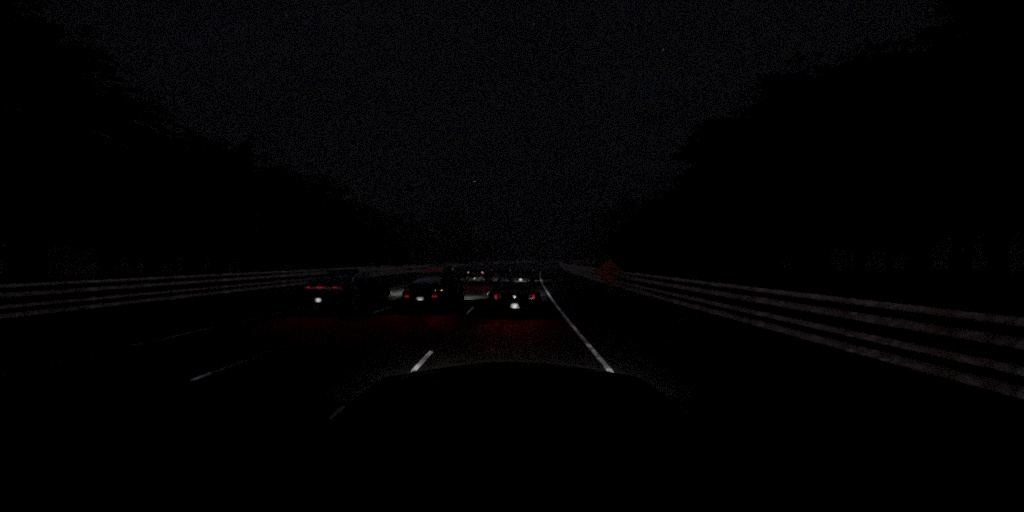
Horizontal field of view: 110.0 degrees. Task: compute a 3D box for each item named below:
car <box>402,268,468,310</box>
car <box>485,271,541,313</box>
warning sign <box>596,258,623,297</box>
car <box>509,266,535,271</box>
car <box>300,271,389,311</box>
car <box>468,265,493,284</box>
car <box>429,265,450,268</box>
[{"bbox_3d":[-3.300,1.410,15.510,1.812,1.442,4.674,0,0,2],"label":"car"},{"bbox_3d":[0.172,1.479,14.771,1.895,1.301,4.718,0,-1,2],"label":"car"},{"bbox_3d":[4.785,1.021,17.665,1.300,1.860,1.060,0,0,2],"label":"warning sign"},{"bbox_3d":[0.790,1.529,29.772,1.837,1.490,4.892,0,0,4],"label":"car"},{"bbox_3d":[-6.814,1.375,15.191,2.128,1.511,4.902,0,0,2],"label":"car"},{"bbox_3d":[-2.705,1.516,29.951,2.128,1.511,4.902,0,0,4],"label":"car"},{"bbox_3d":[-6.152,1.509,30.874,1.882,1.535,5.008,0,0,4],"label":"car"}]
